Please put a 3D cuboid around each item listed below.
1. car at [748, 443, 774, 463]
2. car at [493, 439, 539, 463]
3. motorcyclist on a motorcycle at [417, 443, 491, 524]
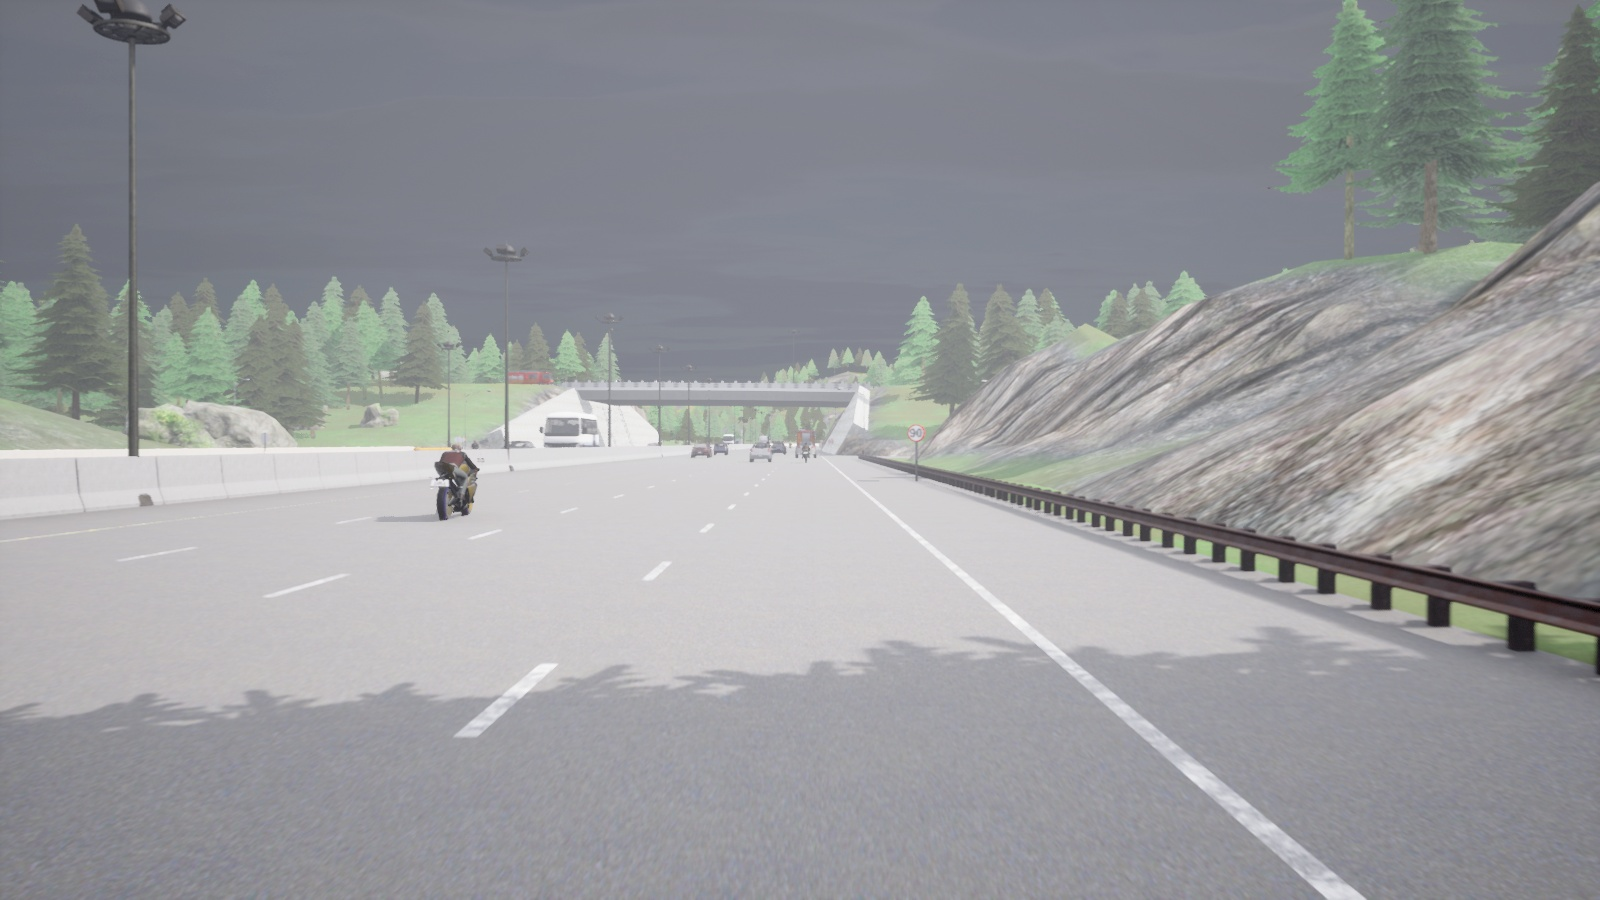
[{"bbox_3d":[-3.014,0.207,97.825,1.845,1.501,3.633,0,0,0],"label":"car"},{"bbox_3d":[-20.548,0.060,91.121,2.242,1.667,4.611,0,0,0],"label":"car"},{"bbox_3d":[-6.864,0.635,25.039,0.866,1.530,2.191,0,0,0],"label":"motorcyclist on a motorcycle"}]
